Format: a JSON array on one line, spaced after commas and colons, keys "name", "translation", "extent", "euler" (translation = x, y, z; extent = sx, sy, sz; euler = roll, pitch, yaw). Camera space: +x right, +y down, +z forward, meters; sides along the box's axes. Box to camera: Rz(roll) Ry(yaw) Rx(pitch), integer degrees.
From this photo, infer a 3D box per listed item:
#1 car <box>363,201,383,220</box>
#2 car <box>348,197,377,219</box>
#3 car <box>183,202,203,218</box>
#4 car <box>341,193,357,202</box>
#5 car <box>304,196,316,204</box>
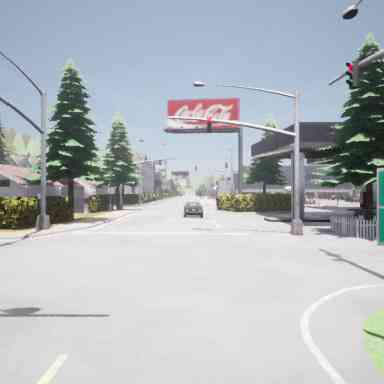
[{"name": "car", "translation": [18.631, 1.672, 30.636], "extent": [4.611, 1.667, 2.242], "euler": [0, 0, 0]}, {"name": "car", "translation": [14.317, 1.505, 24.957], "extent": [3.866, 1.878, 1.905], "euler": [0, 0, 0]}, {"name": "car", "translation": [0.110, 1.634, 31.446], "extent": [2.033, 1.411, 5.357], "euler": [2, 0, -1]}, {"name": "car", "translation": [34.755, 1.490, 71.858], "extent": [2.007, 1.523, 4.514], "euler": [0, 0, 0]}, {"name": "car", "translation": [22.368, 1.552, 64.040], "extent": [1.970, 1.475, 3.806], "euler": [0, 0, 0]}]
